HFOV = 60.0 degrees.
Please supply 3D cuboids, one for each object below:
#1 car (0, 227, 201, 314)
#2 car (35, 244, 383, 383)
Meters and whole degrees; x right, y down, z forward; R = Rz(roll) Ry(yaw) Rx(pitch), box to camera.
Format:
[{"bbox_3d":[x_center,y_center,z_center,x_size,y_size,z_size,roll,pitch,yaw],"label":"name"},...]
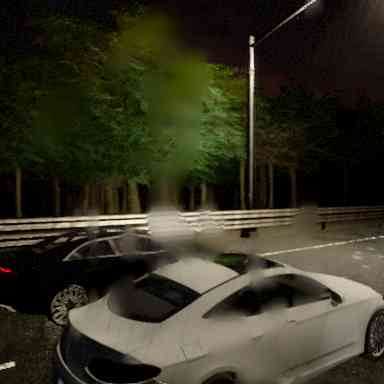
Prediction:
[{"bbox_3d":[-1.414,1.511,7.053,4.902,1.511,2.128,0,0,-36],"label":"car"},{"bbox_3d":[0.729,1.546,4.282,4.674,1.442,1.812,0,0,-36],"label":"car"}]
